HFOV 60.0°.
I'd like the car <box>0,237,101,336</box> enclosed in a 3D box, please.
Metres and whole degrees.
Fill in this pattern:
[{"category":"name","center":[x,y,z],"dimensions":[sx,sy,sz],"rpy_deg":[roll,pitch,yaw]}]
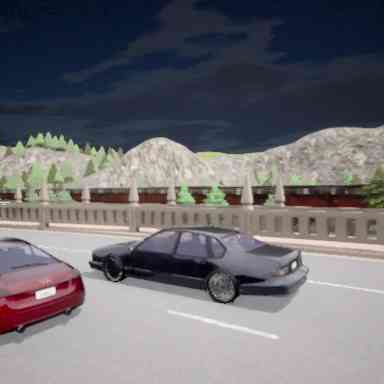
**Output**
[{"category":"car","center":[-4.011,1.569,6.318],"dimensions":[4.181,1.385,1.994],"rpy_deg":[0,0,32]}]

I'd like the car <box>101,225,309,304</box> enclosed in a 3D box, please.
[{"category":"car","center":[-0.068,1.529,8.048],"dimensions":[5.357,1.411,2.033],"rpy_deg":[0,0,32]}]
